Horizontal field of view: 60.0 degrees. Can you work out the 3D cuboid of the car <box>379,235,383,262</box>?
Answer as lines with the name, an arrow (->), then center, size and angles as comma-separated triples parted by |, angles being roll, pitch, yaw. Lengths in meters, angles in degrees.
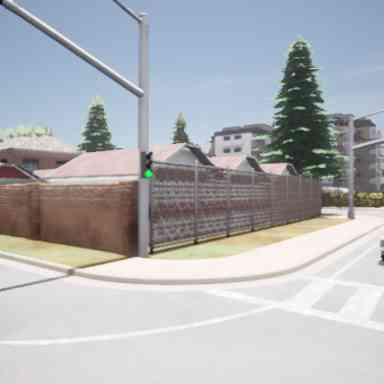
car -> 7.770, 1.601, 11.367 | 1.895, 1.301, 4.718 | 0, 0, 38
